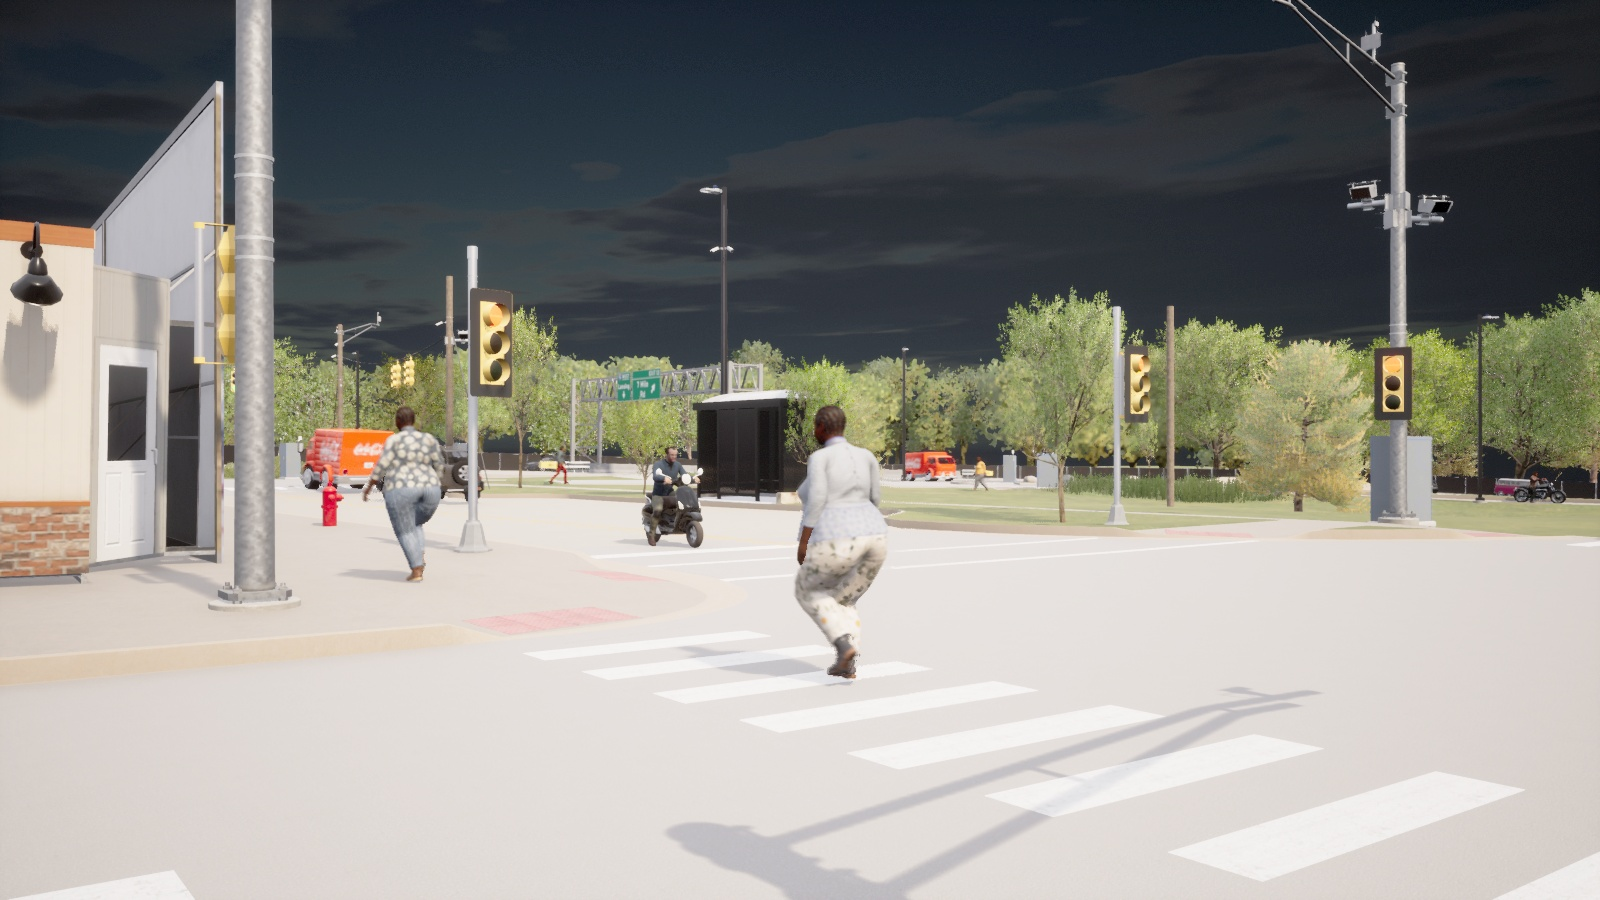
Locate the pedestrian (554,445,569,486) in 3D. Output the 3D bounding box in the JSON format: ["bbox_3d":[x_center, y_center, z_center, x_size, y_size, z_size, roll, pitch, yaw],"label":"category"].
[{"bbox_3d":[-10.882,0.710,57.233,0.614,1.847,0.353,0,0,-24],"label":"pedestrian"}]

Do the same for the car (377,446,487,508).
[{"bbox_3d":[-11.804,0.809,40.101,1.932,1.855,4.605,0,0,-36],"label":"car"}]

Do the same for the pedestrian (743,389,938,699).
[{"bbox_3d":[0.258,0.560,8.129,0.874,1.855,0.900,0,0,-40],"label":"pedestrian"}]

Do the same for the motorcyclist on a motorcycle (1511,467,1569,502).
[{"bbox_3d":[36.430,1.689,61.827,0.766,1.649,2.350,0,0,-42],"label":"motorcyclist on a motorcycle"}]

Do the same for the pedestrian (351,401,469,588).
[{"bbox_3d":[-4.053,0.438,13.045,0.874,1.855,0.900,0,0,-41],"label":"pedestrian"}]

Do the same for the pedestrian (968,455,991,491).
[{"bbox_3d":[9.255,1.168,64.683,0.900,1.855,0.874,0,0,-13],"label":"pedestrian"}]

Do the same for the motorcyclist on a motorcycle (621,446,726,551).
[{"bbox_3d":[-2.040,0.744,20.081,0.866,1.590,1.817,0,0,-36],"label":"motorcyclist on a motorcycle"}]

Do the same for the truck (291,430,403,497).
[{"bbox_3d":[-18.092,0.479,50.046,2.627,2.467,5.204,0,1,-39],"label":"truck"}]
